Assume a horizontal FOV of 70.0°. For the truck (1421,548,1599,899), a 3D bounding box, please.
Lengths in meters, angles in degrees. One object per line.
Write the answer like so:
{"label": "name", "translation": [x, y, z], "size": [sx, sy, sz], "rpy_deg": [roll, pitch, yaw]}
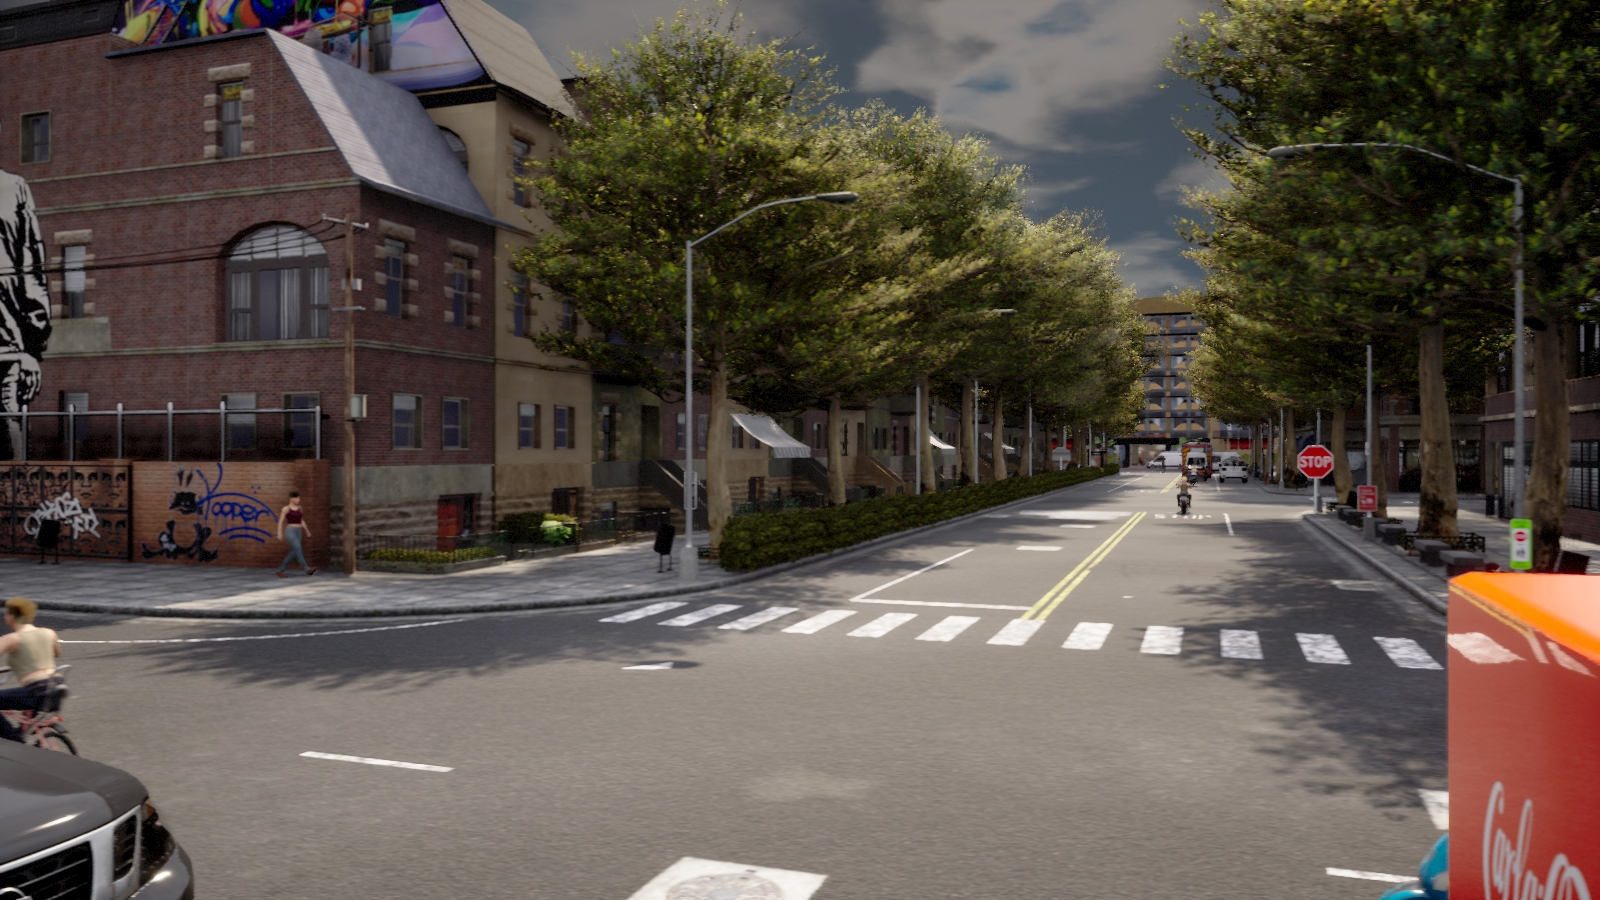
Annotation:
{"label": "truck", "translation": [4.127, 1.569, 1.800], "size": [5.204, 2.467, 2.627], "rpy_deg": [0, 0, 20]}

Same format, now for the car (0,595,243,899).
{"label": "car", "translation": [-5.596, 1.781, 5.305], "size": [5.566, 2.045, 2.150], "rpy_deg": [0, 0, 20]}

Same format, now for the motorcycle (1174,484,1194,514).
{"label": "motorcycle", "translation": [17.124, 2.170, 50.920], "size": [0.764, 1.277, 2.356], "rpy_deg": [0, 0, 20]}

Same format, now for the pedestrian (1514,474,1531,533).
{"label": "pedestrian", "translation": [23.157, 1.696, 36.612], "size": [0.375, 1.860, 0.375], "rpy_deg": [0, 0, 19]}

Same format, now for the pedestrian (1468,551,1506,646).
{"label": "pedestrian", "translation": [9.900, 2.129, 16.468], "size": [0.375, 1.300, 0.375], "rpy_deg": [0, 0, 15]}

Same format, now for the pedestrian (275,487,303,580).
{"label": "pedestrian", "translation": [-10.410, 1.695, 23.283], "size": [0.375, 1.860, 0.375], "rpy_deg": [0, 0, 21]}

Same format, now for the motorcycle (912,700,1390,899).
{"label": "motorcycle", "translation": [1.858, 2.170, 6.255], "size": [2.356, 1.277, 0.764], "rpy_deg": [0, 0, 20]}

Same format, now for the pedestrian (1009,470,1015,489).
{"label": "pedestrian", "translation": [14.223, 1.975, 76.678], "size": [0.375, 1.300, 0.375], "rpy_deg": [0, 0, 20]}

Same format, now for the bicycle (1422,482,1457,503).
{"label": "bicycle", "translation": [33.925, 2.257, 60.627], "size": [1.487, 1.080, 0.859], "rpy_deg": [0, 0, 20]}
